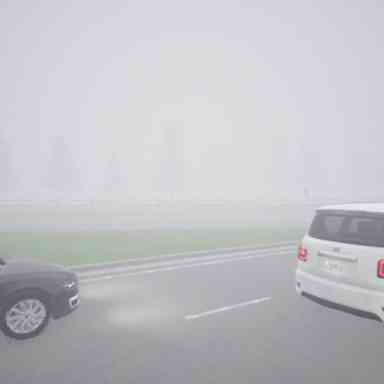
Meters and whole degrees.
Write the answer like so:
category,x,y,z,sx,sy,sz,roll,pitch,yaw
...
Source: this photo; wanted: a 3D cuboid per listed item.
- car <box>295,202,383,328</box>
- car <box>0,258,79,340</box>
category,x,y,z,sx,sy,sz,roll,pitch,yaw
car,4.475,1.222,6.510,5.566,2.045,2.150,0,0,-32
car,-4.217,1.492,4.897,4.892,1.490,1.837,0,0,-36
